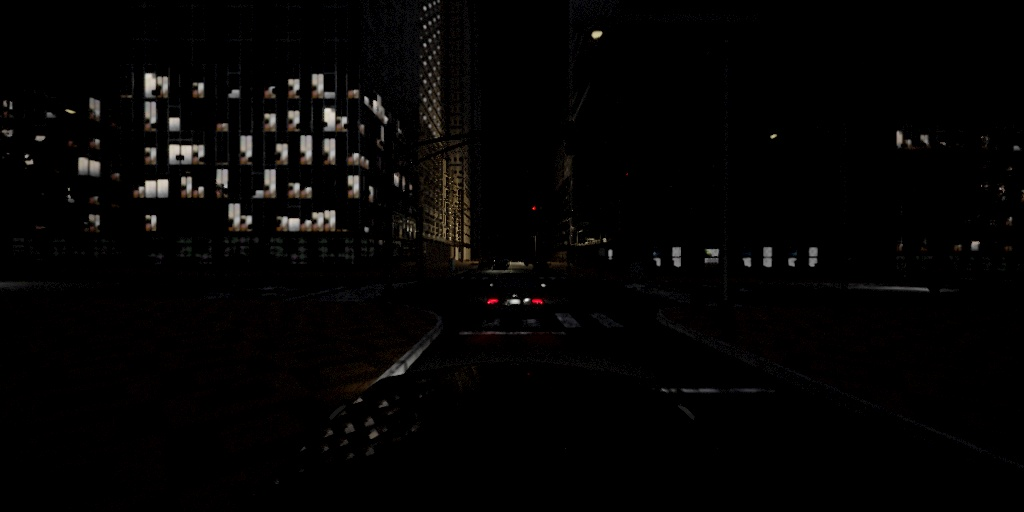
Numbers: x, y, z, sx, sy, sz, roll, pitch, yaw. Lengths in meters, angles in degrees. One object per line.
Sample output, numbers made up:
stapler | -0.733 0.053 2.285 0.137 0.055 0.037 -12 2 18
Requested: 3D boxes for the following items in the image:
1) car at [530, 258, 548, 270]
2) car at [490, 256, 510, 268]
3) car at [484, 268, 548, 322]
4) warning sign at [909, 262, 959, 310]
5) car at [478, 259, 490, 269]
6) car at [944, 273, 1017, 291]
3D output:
car | 3.879 1.253 48.448 1.948 1.339 4.313 0 0 0
car | -1.575 1.163 49.375 1.882 1.535 5.008 0 0 0
car | 0.174 1.288 12.156 2.033 1.411 5.357 0 0 2
warning sign | 17.264 1.184 14.661 1.060 1.860 1.300 0 0 -3
car | -4.080 1.257 53.932 1.802 1.307 4.207 0 0 0
car | 36.336 1.986 28.272 4.718 1.301 1.895 1 0 -3
